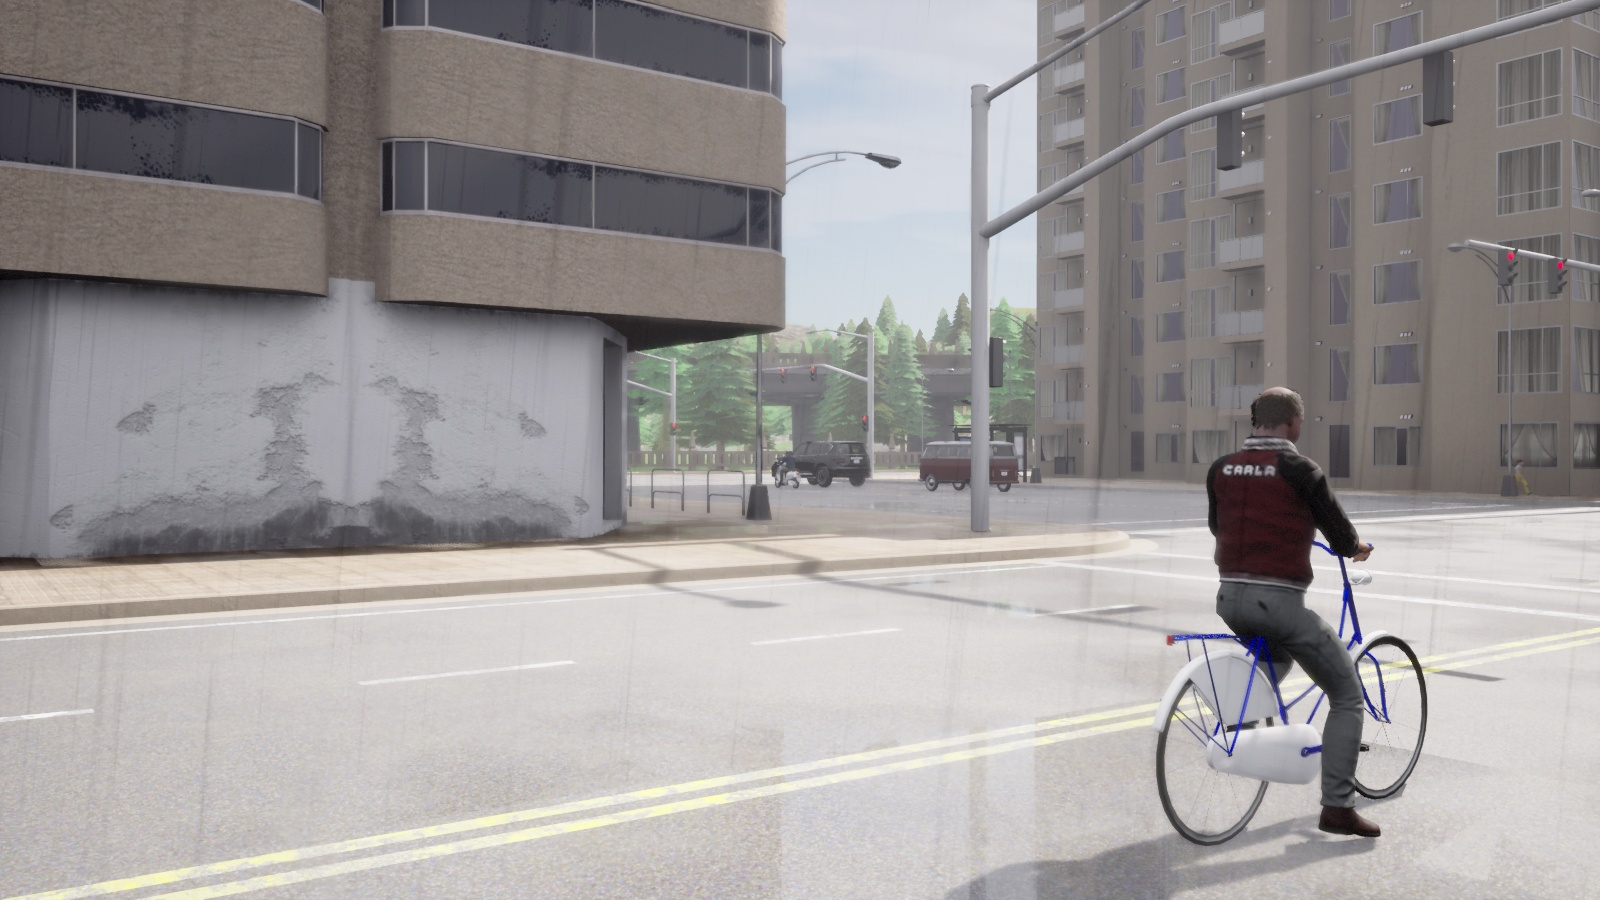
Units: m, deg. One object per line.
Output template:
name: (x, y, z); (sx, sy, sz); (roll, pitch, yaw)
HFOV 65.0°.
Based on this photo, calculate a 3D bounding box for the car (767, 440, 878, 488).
car: (0.952, 0.601, 56.902); (2.150, 2.045, 5.566); (0, 0, -35)

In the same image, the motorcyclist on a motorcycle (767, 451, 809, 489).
motorcyclist on a motorcycle: (-0.524, 0.829, 52.943); (0.866, 1.590, 1.817); (0, 0, -35)

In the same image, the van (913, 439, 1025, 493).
van: (6.528, 0.604, 49.071); (1.775, 1.987, 4.442); (0, 0, -35)

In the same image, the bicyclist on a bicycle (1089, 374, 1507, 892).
bicyclist on a bicycle: (2.064, 0.623, 5.099); (1.843, 1.776, 0.659); (0, 0, -35)

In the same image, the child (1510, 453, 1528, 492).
child: (23.470, 0.734, 40.989); (0.270, 1.263, 0.437); (0, 0, -33)
